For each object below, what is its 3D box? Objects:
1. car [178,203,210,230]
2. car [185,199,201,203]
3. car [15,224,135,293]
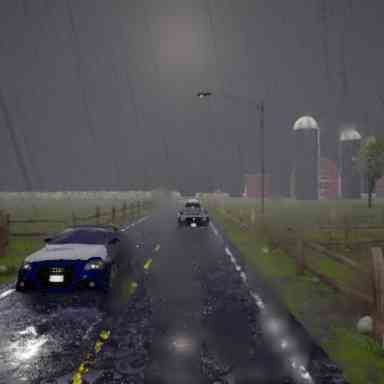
[{"bbox_3d":[0.097,1.631,21.500,1.895,1.301,4.718,0,0,0],"label":"car"},{"bbox_3d":[0.093,1.569,40.650,1.882,1.535,5.008,0,0,0],"label":"car"},{"bbox_3d":[-2.751,1.571,8.743,1.994,1.385,4.181,0,0,0],"label":"car"}]
